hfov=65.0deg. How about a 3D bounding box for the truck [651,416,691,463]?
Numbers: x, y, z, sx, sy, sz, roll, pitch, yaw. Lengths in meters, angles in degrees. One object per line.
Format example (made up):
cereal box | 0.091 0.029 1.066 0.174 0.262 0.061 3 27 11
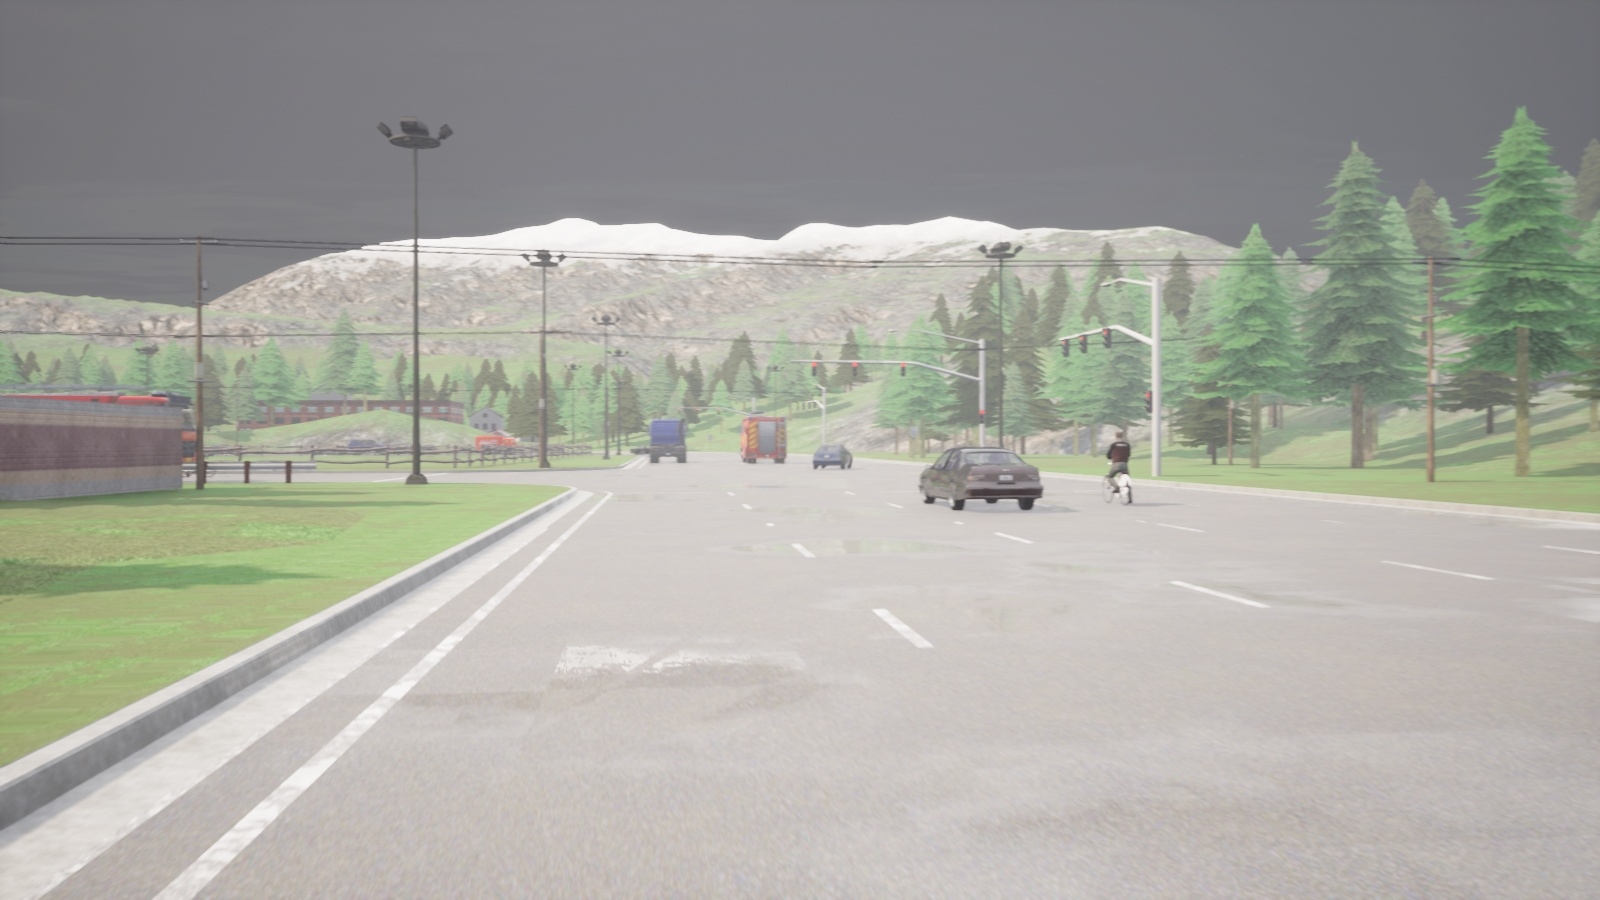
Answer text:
truck | -9.967 -0.779 96.898 2.891 3.462 7.936 0 0 -6

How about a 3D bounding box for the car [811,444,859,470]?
car | 2.054 0.387 71.792 2.033 1.411 5.357 0 0 9

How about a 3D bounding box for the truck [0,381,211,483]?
truck | -27.932 -0.684 49.032 8.468 3.827 2.891 0 0 -7

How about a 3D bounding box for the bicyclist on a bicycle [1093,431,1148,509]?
bicyclist on a bicycle | 7.584 0.446 29.757 0.659 1.776 1.843 0 1 -6

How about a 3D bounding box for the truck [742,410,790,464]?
truck | -2.583 -0.946 93.526 2.891 3.827 8.468 0 0 -6

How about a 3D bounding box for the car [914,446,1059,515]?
car | 4.152 0.629 28.928 2.033 1.411 5.357 0 0 -6
